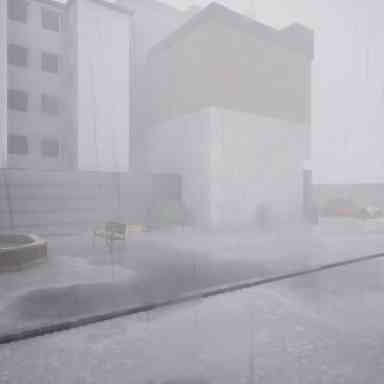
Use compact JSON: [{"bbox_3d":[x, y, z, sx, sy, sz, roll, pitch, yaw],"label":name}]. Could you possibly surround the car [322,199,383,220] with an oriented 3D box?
[{"bbox_3d":[13.346,1.352,27.815,2.097,1.767,4.553,0,0,-35],"label":"car"}]
